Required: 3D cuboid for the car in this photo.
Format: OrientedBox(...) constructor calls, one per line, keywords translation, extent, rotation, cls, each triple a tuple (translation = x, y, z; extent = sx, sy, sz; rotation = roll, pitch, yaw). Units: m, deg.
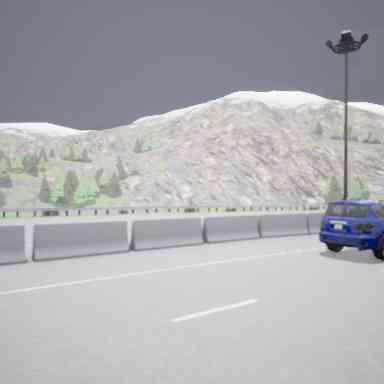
OrientedBox(translation=(7.411, 1.334, 13.027), extent=(5.566, 2.045, 2.150), rotation=(0, 0, -31), cls="car")
